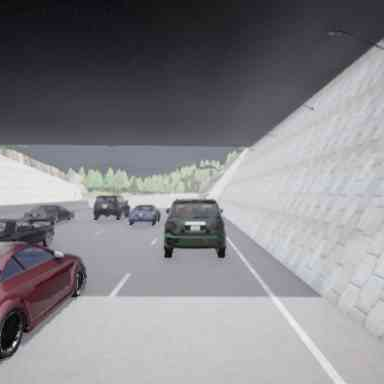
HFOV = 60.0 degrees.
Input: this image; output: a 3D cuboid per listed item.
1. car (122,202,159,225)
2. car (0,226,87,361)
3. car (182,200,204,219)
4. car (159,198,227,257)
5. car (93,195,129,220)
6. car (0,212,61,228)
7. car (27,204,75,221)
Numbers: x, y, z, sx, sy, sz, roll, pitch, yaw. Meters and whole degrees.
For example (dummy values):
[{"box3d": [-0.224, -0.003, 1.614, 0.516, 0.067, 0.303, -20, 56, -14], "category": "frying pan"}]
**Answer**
[{"box3d": [-3.391, 1.608, 24.506, 2.033, 1.411, 5.357, 0, 0, 0], "category": "car"}, {"box3d": [-3.398, 1.579, 5.956, 1.994, 1.385, 4.181, 0, 0, 0], "category": "car"}, {"box3d": [0.107, 1.555, 31.443, 1.882, 1.535, 5.008, 0, 0, 0], "category": "car"}, {"box3d": [0.104, 1.254, 13.257, 2.150, 2.045, 5.566, 0, 0, 0], "category": "car"}, {"box3d": [-6.893, 1.293, 28.946, 2.150, 2.045, 5.566, 0, 0, 0], "category": "car"}, {"box3d": [-6.896, 1.632, 12.407, 1.895, 1.301, 4.718, 0, 0, 0], "category": "car"}, {"box3d": [-10.392, 1.608, 24.507, 2.033, 1.411, 5.357, 0, 0, 0], "category": "car"}]
